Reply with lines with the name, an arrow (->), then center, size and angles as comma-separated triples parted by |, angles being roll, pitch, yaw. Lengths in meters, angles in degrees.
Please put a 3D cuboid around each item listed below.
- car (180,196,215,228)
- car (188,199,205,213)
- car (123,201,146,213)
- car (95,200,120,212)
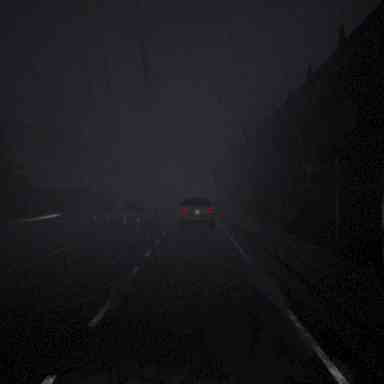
car -> 0.355, 1.267, 22.717 | 2.150, 2.045, 5.566 | 0, 0, 1
car -> 0.529, 1.599, 38.076 | 1.812, 1.442, 4.674 | 0, 0, 1
car -> -6.579, 1.671, 38.415 | 1.895, 1.301, 4.718 | 0, 0, 1
car -> -10.055, 1.672, 39.611 | 1.895, 1.301, 4.718 | 0, 0, 1
